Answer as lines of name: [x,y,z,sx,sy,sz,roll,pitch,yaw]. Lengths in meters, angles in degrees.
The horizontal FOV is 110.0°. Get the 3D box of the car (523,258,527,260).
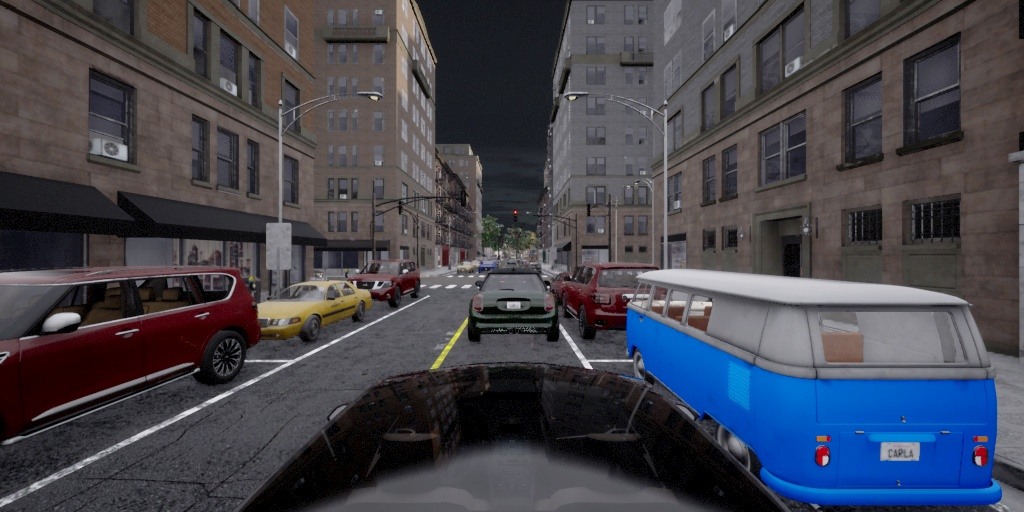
car: [2.584,1.299,42.652,2.007,1.370,4.403,0,0,0]

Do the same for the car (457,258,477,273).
car: [-5.469,1.274,42.471,1.751,1.417,4.829,0,0,0]

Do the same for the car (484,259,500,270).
car: [-2.909,1.241,52.854,2.128,1.511,4.902,0,0,0]

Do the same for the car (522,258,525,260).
car: [2.576,1.294,48.133,1.888,1.381,4.507,0,0,0]

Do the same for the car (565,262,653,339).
car: [2.627,1.065,9.964,2.192,1.841,5.009,0,0,0]

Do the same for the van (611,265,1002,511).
van: [2.635,1.091,4.285,1.690,1.789,3.998,0,0,0]

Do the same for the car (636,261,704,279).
car: [13.457,1.173,30.811,4.902,1.511,2.128,0,0,0]

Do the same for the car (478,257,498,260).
car: [-2.898,1.227,42.887,1.882,1.535,5.008,0,0,0]

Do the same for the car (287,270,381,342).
car: [-5.410,1.275,9.784,1.751,1.417,4.829,0,0,0]

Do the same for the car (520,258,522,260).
car: [2.569,1.300,53.615,2.007,1.370,4.403,0,0,0]

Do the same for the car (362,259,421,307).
car: [-5.418,1.064,15.633,2.192,1.841,5.009,0,0,0]

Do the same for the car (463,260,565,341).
car: [0.023,1.102,10.001,2.097,1.767,4.553,0,0,0]

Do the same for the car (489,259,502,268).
car: [-2.896,1.315,62.914,1.994,1.385,4.181,0,0,0]

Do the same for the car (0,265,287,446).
car: [-5.401,1.065,4.277,2.192,1.841,5.009,0,0,0]
